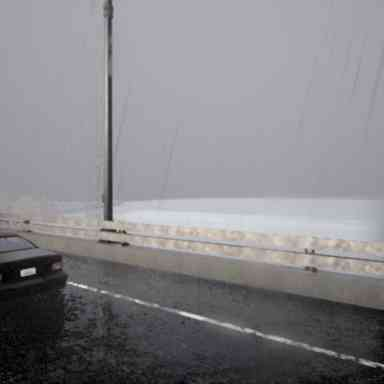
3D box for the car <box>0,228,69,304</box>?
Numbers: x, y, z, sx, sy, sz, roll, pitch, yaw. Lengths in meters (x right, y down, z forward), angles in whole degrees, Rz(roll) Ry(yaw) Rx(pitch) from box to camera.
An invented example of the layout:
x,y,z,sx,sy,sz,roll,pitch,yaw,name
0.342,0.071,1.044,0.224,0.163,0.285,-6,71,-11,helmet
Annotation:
x,y,z,sx,sy,sz,roll,pitch,yaw,name
-5.094,1.534,7.654,5.357,1.411,2.033,0,0,36,car
